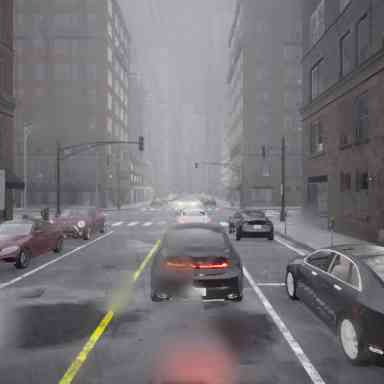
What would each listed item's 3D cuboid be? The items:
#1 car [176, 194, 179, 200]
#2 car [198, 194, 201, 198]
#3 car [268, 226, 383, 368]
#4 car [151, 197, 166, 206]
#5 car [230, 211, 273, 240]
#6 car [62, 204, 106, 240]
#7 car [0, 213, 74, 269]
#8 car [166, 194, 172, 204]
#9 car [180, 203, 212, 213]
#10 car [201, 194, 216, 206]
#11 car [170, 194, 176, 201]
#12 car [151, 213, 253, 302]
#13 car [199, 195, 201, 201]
[{"bbox_3d":[-5.575,1.457,91.551,2.192,1.841,5.009,0,0,0],"label":"car"},{"bbox_3d":[2.923,1.524,75.314,1.967,1.590,4.097,0,0,0],"label":"car"},{"bbox_3d":[2.855,1.551,5.586,2.008,1.369,4.403,0,0,0],"label":"car"},{"bbox_3d":[-5.639,1.618,53.691,1.802,1.307,4.206,0,0,0],"label":"car"},{"bbox_3d":[2.854,1.567,16.588,1.947,1.339,4.313,0,0,0],"label":"car"},{"bbox_3d":[-5.672,1.441,16.588,1.967,1.590,4.097,0,0,0],"label":"car"},{"bbox_3d":[-5.671,1.582,11.087,1.802,1.307,4.206,0,0,0],"label":"car"},{"bbox_3d":[-5.620,1.607,64.508,2.008,1.369,4.403,0,0,0],"label":"car"},{"bbox_3d":[0.081,1.527,17.401,1.812,1.442,4.674,0,0,-1],"label":"car"},{"bbox_3d":[2.885,1.476,53.679,1.967,1.590,4.097,0,0,0],"label":"car"},{"bbox_3d":[-5.593,1.626,80.563,1.752,1.417,4.829,0,0,0],"label":"car"},{"bbox_3d":[0.097,1.505,8.253,1.837,1.490,4.892,0,0,0],"label":"car"},{"bbox_3d":[2.905,1.607,64.496,2.008,1.369,4.403,0,0,0],"label":"car"}]
